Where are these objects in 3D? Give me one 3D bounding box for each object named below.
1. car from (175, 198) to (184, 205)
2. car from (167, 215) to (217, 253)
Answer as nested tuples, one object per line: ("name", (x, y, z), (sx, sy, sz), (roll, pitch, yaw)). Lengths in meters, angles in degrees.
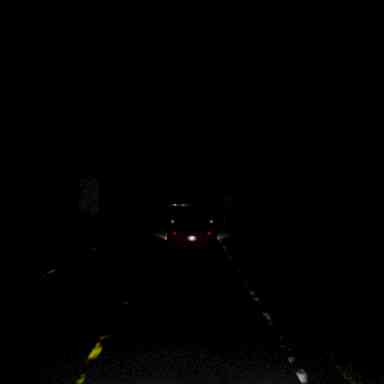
("car", (-2.755, 2.033, 73.826), (1.837, 1.490, 4.892), (0, 0, 0))
("car", (0.004, 1.693, 14.303), (1.994, 1.385, 4.181), (0, 0, 0))
